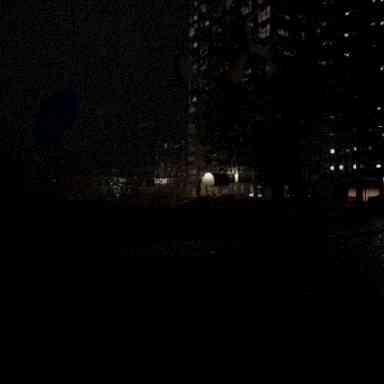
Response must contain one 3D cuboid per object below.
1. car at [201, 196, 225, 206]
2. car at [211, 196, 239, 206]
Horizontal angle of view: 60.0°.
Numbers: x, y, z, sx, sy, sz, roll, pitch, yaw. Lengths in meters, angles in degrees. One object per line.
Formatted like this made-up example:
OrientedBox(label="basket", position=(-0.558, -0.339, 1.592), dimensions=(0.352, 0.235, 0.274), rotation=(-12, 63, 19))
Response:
OrientedBox(label="car", position=(2.346, 1.322, 50.039), dimensions=(1.882, 1.535, 5.008), rotation=(1, 0, -34))
OrientedBox(label="car", position=(5.048, 1.413, 51.851), dimensions=(1.812, 1.442, 4.674), rotation=(1, 0, -34))
